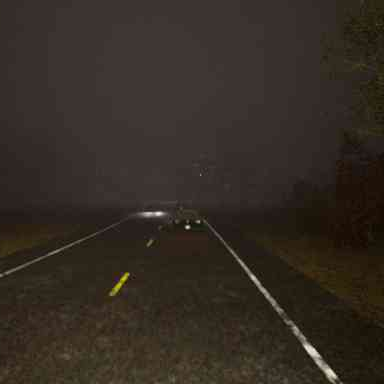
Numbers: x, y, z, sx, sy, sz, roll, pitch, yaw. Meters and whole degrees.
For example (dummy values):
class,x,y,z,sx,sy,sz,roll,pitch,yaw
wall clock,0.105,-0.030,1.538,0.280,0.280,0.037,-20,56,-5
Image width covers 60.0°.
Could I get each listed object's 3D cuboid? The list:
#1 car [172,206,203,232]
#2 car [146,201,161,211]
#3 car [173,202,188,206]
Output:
class,x,y,z,sx,sy,sz,roll,pitch,yaw
car,-0.341,1.796,21.784,1.895,1.301,4.718,0,0,-2
car,-5.404,2.011,47.646,1.895,1.301,4.718,0,0,-4
car,-1.392,1.904,41.704,1.994,1.385,4.181,0,0,-4
